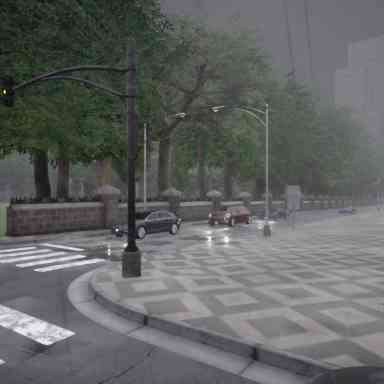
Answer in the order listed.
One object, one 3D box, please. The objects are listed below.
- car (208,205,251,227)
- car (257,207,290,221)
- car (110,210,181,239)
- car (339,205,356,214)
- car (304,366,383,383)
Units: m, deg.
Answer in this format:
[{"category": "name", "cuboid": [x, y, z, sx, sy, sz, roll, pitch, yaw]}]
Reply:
[{"category": "car", "cuboid": [3.208, 1.888, 27.913, 2.097, 1.767, 4.553, 0, -1, 35]}, {"category": "car", "cuboid": [8.991, 2.295, 36.129, 2.033, 1.411, 5.357, 0, -1, 35]}, {"category": "car", "cuboid": [-2.599, 1.833, 19.657, 1.837, 1.490, 4.892, 0, -1, 35]}, {"category": "car", "cuboid": [24.836, 2.782, 53.107, 2.033, 1.411, 5.357, 0, -1, 34]}, {"category": "car", "cuboid": [2.454, 1.551, 1.218, 4.403, 1.369, 2.008, 0, 0, 35]}]
